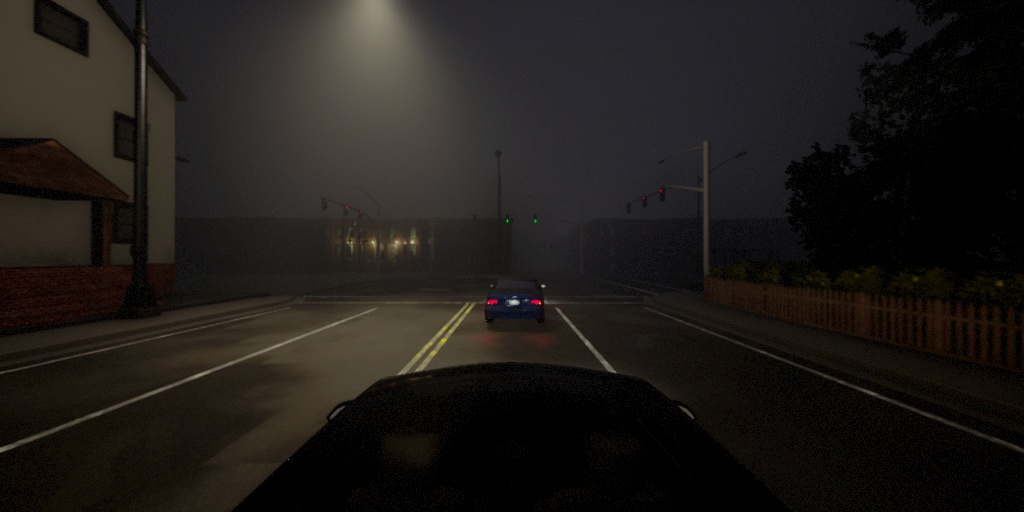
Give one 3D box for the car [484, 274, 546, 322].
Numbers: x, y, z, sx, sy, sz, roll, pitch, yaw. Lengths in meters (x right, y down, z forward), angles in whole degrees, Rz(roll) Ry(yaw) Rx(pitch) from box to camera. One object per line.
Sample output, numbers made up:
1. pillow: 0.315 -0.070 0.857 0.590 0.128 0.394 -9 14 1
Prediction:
1. car: 0.184 1.334 12.357 2.033 1.411 5.357 0 0 3
